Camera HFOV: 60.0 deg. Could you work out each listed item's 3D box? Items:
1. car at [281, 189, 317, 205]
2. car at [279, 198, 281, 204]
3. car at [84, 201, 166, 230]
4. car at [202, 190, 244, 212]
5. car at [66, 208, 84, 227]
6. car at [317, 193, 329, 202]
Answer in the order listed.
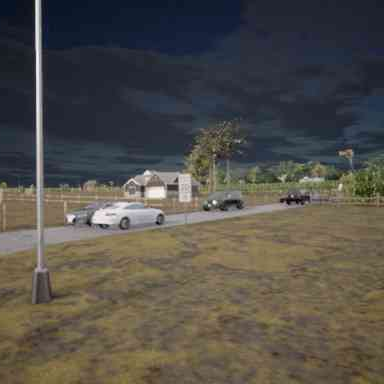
[{"bbox_3d":[14.267,0.655,44.093,2.150,2.045,5.566,-2,0,36],"label":"car"},{"bbox_3d":[14.560,1.092,49.336,1.895,1.301,4.718,-2,0,35],"label":"car"},{"bbox_3d":[-3.477,1.283,19.016,1.812,1.442,4.674,-2,0,35],"label":"car"},{"bbox_3d":[3.229,0.892,33.470,2.150,2.045,5.566,-2,0,35],"label":"car"},{"bbox_3d":[-5.562,1.320,21.010,2.128,1.511,4.902,-2,0,35],"label":"car"},{"bbox_3d":[20.183,0.864,52.540,2.033,1.411,5.357,-2,0,35],"label":"car"}]
